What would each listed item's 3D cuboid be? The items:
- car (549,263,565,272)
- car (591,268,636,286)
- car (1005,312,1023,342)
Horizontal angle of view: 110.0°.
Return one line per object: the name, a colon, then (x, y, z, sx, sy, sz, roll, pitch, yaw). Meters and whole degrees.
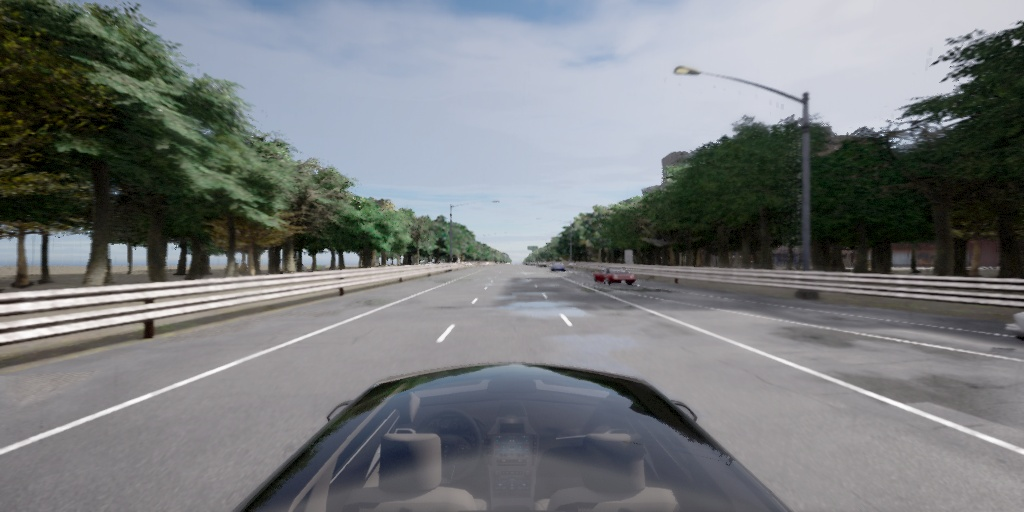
car: (6.998, 1.729, 55.954, 1.994, 1.385, 4.181, 0, 0, 0)
car: (7.638, 1.553, 27.476, 1.895, 1.301, 4.718, 0, 0, -6)
car: (12.276, 1.412, 5.919, 1.895, 1.301, 4.718, 0, 0, -18)
